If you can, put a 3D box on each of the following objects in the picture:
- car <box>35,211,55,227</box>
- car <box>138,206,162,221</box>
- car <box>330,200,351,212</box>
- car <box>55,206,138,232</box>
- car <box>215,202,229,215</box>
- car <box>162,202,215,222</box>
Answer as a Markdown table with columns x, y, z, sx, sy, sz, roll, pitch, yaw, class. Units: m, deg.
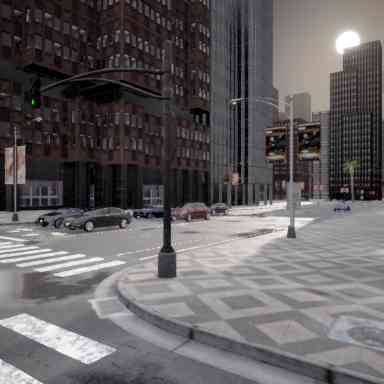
| x | y | z | sx | sy | sz | roll | pitch | yaw | class |
| --- | --- | --- | --- | --- | --- | --- | --- | --- | --- |
| -8.954 | 1.794 | 23.914 | 1.994 | 1.385 | 4.181 | 0 | -1 | 35 | car |
| -3.532 | 1.967 | 31.590 | 1.895 | 1.301 | 4.718 | 0 | -1 | 35 | car |
| 24.270 | 2.431 | 53.657 | 2.033 | 1.411 | 5.357 | 0 | -1 | 34 | car |
| -6.186 | 1.742 | 22.203 | 1.837 | 1.490 | 4.892 | 0 | -1 | 35 | car |
| 2.685 | 2.028 | 40.359 | 1.837 | 1.490 | 4.892 | 0 | -1 | 36 | car |
| -0.233 | 1.738 | 30.612 | 2.097 | 1.767 | 4.553 | 0 | -1 | 35 | car |
